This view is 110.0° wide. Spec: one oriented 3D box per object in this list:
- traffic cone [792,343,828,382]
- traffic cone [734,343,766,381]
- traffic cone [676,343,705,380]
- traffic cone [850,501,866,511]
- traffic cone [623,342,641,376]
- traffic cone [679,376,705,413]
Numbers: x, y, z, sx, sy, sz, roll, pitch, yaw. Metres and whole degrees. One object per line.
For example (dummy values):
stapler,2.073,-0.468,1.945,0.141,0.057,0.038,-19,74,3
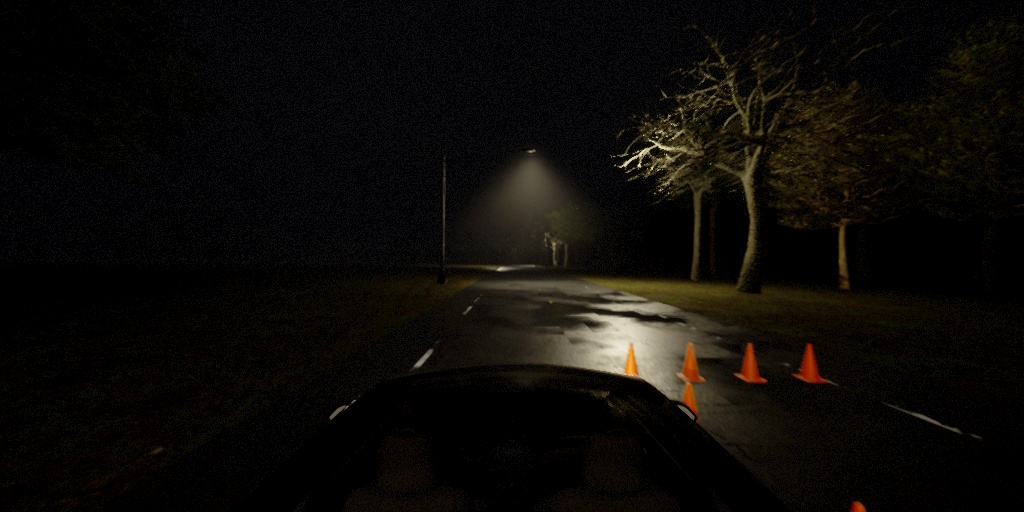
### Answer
traffic cone,5.014,1.775,6.048,0.340,0.580,0.340,0,0,0
traffic cone,4.014,1.768,6.053,0.340,0.580,0.340,0,0,0
traffic cone,3.014,1.761,6.058,0.340,0.580,0.340,0,0,0
traffic cone,1.995,1.722,2.063,0.340,0.580,0.340,0,0,0
traffic cone,2.015,1.755,6.063,0.340,0.580,0.340,0,0,0
traffic cone,2.005,1.738,4.063,0.340,0.580,0.340,0,0,0
